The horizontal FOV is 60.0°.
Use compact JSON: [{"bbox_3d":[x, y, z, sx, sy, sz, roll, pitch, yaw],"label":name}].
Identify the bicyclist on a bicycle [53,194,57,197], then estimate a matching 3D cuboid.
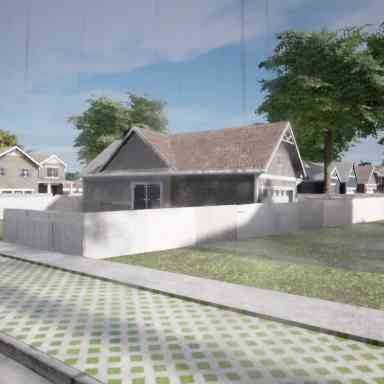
[{"bbox_3d":[-13.011,1.030,31.524,1.656,1.620,0.582,0,1,34],"label":"bicyclist on a bicycle"}]
